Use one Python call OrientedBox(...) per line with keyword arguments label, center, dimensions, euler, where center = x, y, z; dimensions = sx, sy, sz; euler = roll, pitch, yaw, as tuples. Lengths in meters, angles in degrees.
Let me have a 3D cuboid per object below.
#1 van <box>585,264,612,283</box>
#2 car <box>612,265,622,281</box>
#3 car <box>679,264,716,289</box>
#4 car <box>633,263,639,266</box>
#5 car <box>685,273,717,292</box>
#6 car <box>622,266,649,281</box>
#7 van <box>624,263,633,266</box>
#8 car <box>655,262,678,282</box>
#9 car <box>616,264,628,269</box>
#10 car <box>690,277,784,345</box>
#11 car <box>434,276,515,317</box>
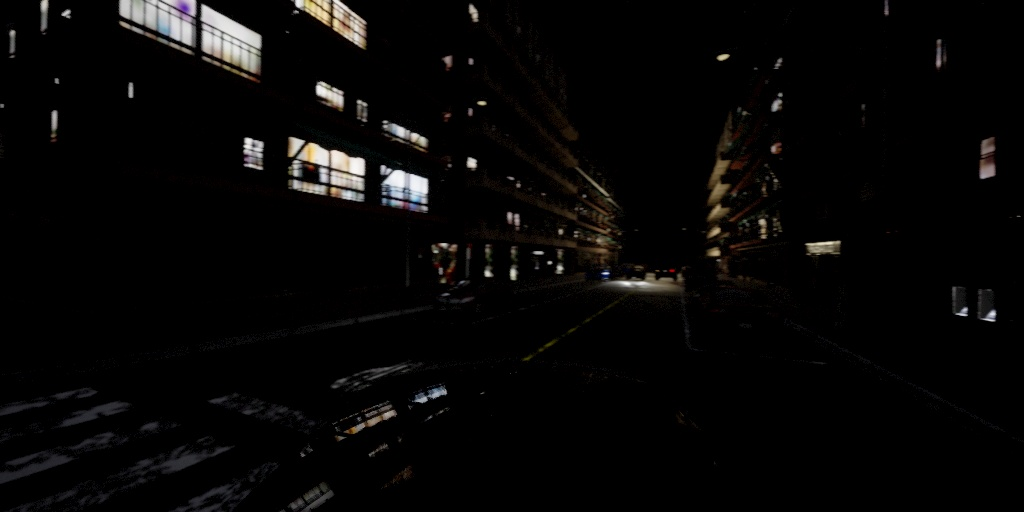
OrientedBox(label="van", center=(8.094, 1.623, 34.075), dimensions=(1.690, 1.789, 3.998), euler=(0, 0, 25))
OrientedBox(label="car", center=(10.464, 1.970, 39.218), dimensions=(1.802, 1.307, 4.207), euler=(0, 0, 25))
OrientedBox(label="car", center=(13.290, 1.593, 25.408), dimensions=(2.192, 1.841, 5.009), euler=(0, 0, 25))
OrientedBox(label="car", center=(17.537, 2.022, 54.664), dimensions=(2.192, 1.841, 5.009), euler=(0, 0, 25))
OrientedBox(label="car", center=(8.549, 1.634, 15.123), dimensions=(1.948, 1.339, 4.313), euler=(0, 0, 25))
OrientedBox(label="car", center=(14.163, 2.079, 40.874), dimensions=(1.895, 1.301, 4.718), euler=(1, -1, 25))
OrientedBox(label="van", center=(15.192, 1.941, 49.510), dimensions=(1.690, 1.789, 3.998), euler=(0, 0, 25))
OrientedBox(label="car", center=(17.528, 1.762, 40.750), dimensions=(2.150, 2.045, 5.566), euler=(1, -1, 25))
OrientedBox(label="car", center=(12.832, 2.076, 44.361), dimensions=(1.802, 1.307, 4.207), euler=(0, 0, 25))
OrientedBox(label="car", center=(6.322, 1.515, 10.291), dimensions=(1.888, 1.381, 4.507), euler=(0, 0, 25))
OrientedBox(label="car", center=(-1.257, 1.449, 13.789), dimensions=(1.802, 1.307, 4.207), euler=(0, 0, 25))
